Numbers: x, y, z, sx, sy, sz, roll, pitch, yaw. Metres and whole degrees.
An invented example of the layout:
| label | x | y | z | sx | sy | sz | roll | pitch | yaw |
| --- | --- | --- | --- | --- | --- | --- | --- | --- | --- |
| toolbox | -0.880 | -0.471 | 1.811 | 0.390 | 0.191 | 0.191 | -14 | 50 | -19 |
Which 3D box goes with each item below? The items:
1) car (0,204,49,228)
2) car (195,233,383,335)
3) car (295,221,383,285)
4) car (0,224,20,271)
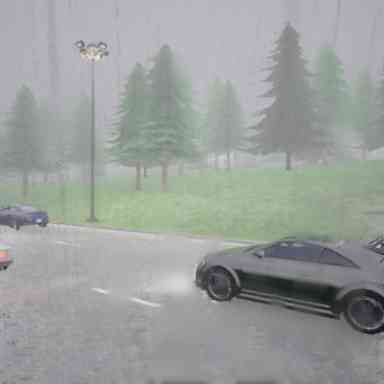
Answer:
| label | x | y | z | sx | sy | sz | roll | pitch | yaw |
| --- | --- | --- | --- | --- | --- | --- | --- | --- | --- |
| car | -10.521 | 1.444 | 20.153 | 4.674 | 1.442 | 1.812 | 0 | 0 | 36 |
| car | 2.127 | 1.560 | 6.789 | 4.181 | 1.385 | 1.994 | 0 | 0 | 35 |
| car | 5.379 | 1.606 | 8.761 | 4.718 | 1.301 | 1.895 | 0 | 0 | 35 |
| car | -6.828 | 1.556 | 8.888 | 4.718 | 1.301 | 1.895 | 0 | 0 | 36 |
